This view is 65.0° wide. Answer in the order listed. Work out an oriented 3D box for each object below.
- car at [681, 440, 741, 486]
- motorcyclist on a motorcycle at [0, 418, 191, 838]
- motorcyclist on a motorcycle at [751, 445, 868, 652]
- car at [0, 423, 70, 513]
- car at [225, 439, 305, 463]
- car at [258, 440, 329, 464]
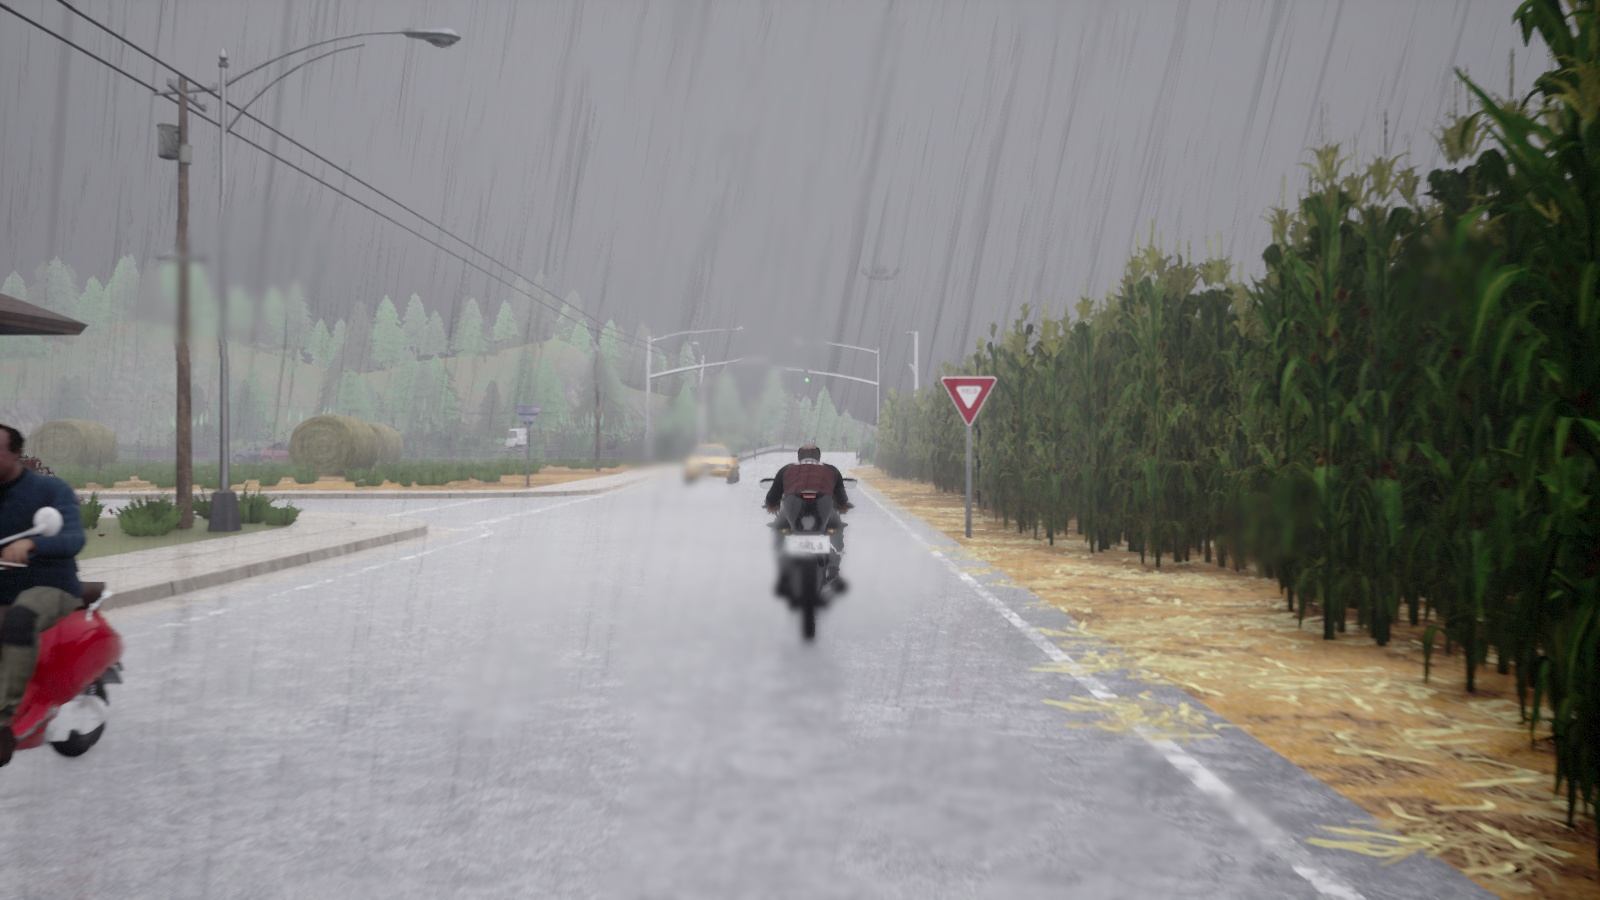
[{"bbox_3d":[-3.220,0.442,46.486,1.801,1.575,5.366,0,0,0],"label":"car"},{"bbox_3d":[-3.454,0.670,5.309,0.866,1.590,1.817,0,0,0],"label":"motorcyclist on a motorcycle"},{"bbox_3d":[0.075,0.728,10.416,0.866,1.530,2.191,0,0,0],"label":"motorcyclist on a motorcycle"},{"bbox_3d":[-18.221,0.361,27.042,3.866,1.878,1.905,0,0,-1],"label":"car"},{"bbox_3d":[-37.492,0.070,88.092,4.611,1.667,2.242,0,0,3],"label":"car"},{"bbox_3d":[-34.025,0.146,84.387,3.988,1.617,1.851,0,0,3],"label":"car"}]
